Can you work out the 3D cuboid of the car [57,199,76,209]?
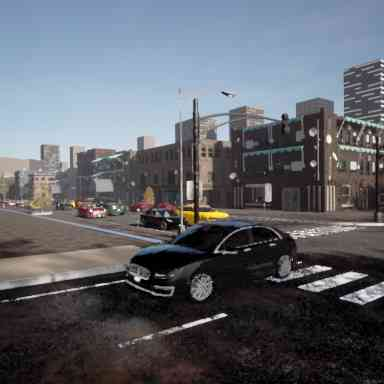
[{"bbox_3d":[-22.986,2.145,60.809,1.882,1.535,5.008,-1,0,-37],"label":"car"}]

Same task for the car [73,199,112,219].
[{"bbox_3d":[-10.263,1.848,34.151,1.967,1.590,4.097,-2,0,-37],"label":"car"}]

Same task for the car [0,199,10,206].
[{"bbox_3d":[-46.765,2.600,82.879,1.887,1.381,4.507,-1,0,-37],"label":"car"}]

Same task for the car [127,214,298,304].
[{"bbox_3d":[0.739,1.505,8.296,4.892,1.490,1.837,0,2,-41],"label":"car"}]

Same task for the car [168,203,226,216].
[{"bbox_3d":[0.576,1.693,24.030,1.882,1.535,5.008,-1,0,-37],"label":"car"}]

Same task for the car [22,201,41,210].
[{"bbox_3d":[-26.752,2.235,56.164,1.752,1.417,4.829,-1,0,-37],"label":"car"}]

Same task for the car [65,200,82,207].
[{"bbox_3d":[-23.467,2.231,65.756,1.887,1.381,4.507,-1,0,-37],"label":"car"}]

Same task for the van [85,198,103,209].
[{"bbox_3d":[-16.834,1.910,56.896,1.690,1.788,3.998,-1,0,-37],"label":"van"}]

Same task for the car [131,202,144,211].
[{"bbox_3d":[-6.872,1.969,43.607,1.802,1.307,4.206,-2,0,-37],"label":"car"}]

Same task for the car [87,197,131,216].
[{"bbox_3d":[-9.424,1.629,37.356,2.150,2.045,5.566,-1,0,-38],"label":"car"}]

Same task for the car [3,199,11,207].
[{"bbox_3d":[-40.131,2.382,74.019,1.967,1.590,4.097,-1,0,-37],"label":"car"}]

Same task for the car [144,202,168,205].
[{"bbox_3d":[-3.554,1.907,39.177,1.802,1.307,4.206,-2,0,-37],"label":"car"}]

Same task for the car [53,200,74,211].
[{"bbox_3d":[-19.186,2.151,50.545,1.994,1.385,4.181,-1,0,-36],"label":"car"}]

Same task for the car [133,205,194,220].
[{"bbox_3d":[-2.037,1.817,22.972,1.947,1.339,4.313,-2,0,-37],"label":"car"}]

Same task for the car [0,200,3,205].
[{"bbox_3d":[-43.447,2.550,78.450,2.008,1.369,4.403,-1,0,-37],"label":"car"}]

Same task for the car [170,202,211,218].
[{"bbox_3d":[-0.236,1.813,34.747,2.008,1.369,4.403,-2,0,-37],"label":"car"}]

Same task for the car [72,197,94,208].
[{"bbox_3d":[-20.153,1.943,61.326,2.192,1.841,5.009,-1,0,-37],"label":"car"}]

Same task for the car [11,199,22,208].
[{"bbox_3d":[-33.491,2.378,65.161,2.008,1.369,4.403,-1,0,-37],"label":"car"}]
